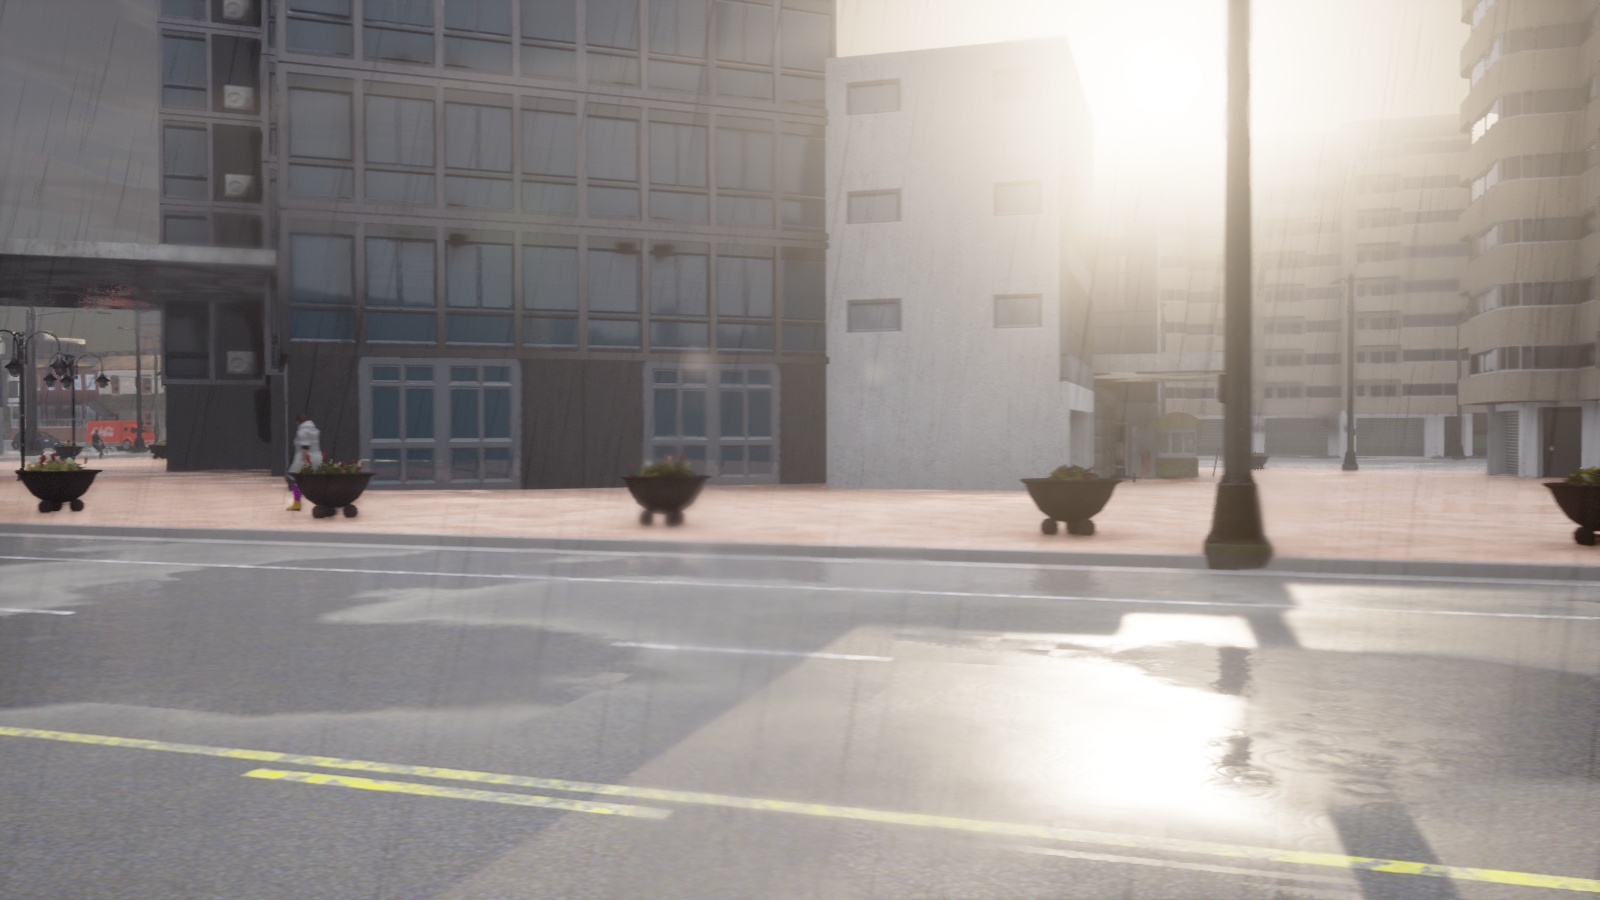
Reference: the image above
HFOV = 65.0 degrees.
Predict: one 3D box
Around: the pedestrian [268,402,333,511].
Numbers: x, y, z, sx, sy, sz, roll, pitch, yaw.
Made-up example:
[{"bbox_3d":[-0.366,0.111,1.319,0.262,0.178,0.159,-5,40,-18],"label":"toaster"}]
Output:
[{"bbox_3d":[-9.118,0.104,22.941,0.873,1.952,0.659,0,1,14],"label":"pedestrian"}]
